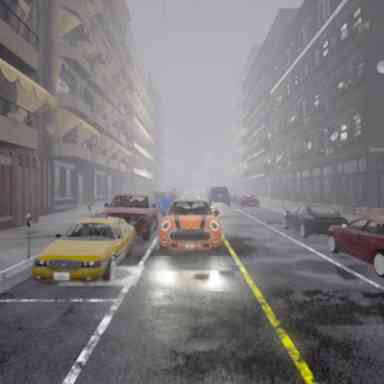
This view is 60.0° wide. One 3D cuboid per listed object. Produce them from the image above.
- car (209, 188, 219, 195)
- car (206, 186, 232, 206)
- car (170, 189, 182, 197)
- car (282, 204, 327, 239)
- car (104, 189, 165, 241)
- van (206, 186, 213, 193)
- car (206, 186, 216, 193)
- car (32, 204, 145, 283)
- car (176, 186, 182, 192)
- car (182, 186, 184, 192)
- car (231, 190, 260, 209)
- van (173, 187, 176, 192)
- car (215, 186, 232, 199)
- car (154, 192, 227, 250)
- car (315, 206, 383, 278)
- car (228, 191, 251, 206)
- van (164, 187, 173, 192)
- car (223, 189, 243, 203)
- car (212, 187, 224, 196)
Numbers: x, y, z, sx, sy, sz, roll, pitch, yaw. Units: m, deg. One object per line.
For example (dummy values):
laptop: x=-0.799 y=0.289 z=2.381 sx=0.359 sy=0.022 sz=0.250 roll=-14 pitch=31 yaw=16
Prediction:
car: x=4.946 y=-0.160 z=75.510 sx=1.802 sy=1.307 sz=4.206 roll=1 pitch=1 yaw=0
car: x=2.681 y=0.382 z=34.714 sx=2.150 sy=2.045 sz=5.566 roll=0 pitch=1 yaw=0
car: x=-2.823 y=0.174 z=58.943 sx=1.947 sy=1.339 sz=4.313 roll=1 pitch=1 yaw=0
car: x=5.263 y=1.190 z=14.685 sx=2.008 sy=1.369 sz=4.403 roll=1 pitch=1 yaw=0
car: x=-2.611 y=0.947 z=14.706 sx=2.192 sy=1.841 sz=5.009 roll=2 pitch=1 yaw=0
van: x=4.873 y=-0.739 z=92.096 sx=1.690 sy=1.788 sz=3.998 roll=1 pitch=1 yaw=0
car: x=4.900 y=-0.654 z=86.565 sx=2.192 sy=1.841 sz=5.009 roll=1 pitch=1 yaw=0
car: x=-2.590 y=1.298 z=9.011 sx=1.752 sy=1.417 sz=4.829 roll=2 pitch=1 yaw=0
car: x=-2.740 y=0.296 z=42.349 sx=2.192 sy=1.841 sz=5.009 roll=1 pitch=1 yaw=0
car: x=-2.765 y=0.170 z=47.877 sx=2.192 sy=1.841 sz=5.009 roll=1 pitch=1 yaw=0
car: x=5.187 y=0.787 z=31.272 sx=1.887 sy=1.381 sz=4.507 roll=1 pitch=1 yaw=0
van: x=-2.689 y=0.577 z=31.292 sx=1.690 sy=1.788 sz=3.998 roll=2 pitch=1 yaw=0
car: x=5.055 y=0.052 z=53.384 sx=2.192 sy=1.841 sz=5.009 roll=1 pitch=1 yaw=0
car: x=-0.062 y=1.040 z=12.607 sx=2.097 sy=1.767 sz=4.553 roll=0 pitch=1 yaw=0
car: x=5.289 y=1.320 z=9.155 sx=1.887 sy=1.381 sz=4.507 roll=1 pitch=1 yaw=0
car: x=5.161 y=0.659 z=36.800 sx=1.887 sy=1.381 sz=4.507 roll=1 pitch=1 yaw=0
van: x=-2.663 y=0.707 z=25.761 sx=1.690 sy=1.788 sz=3.998 roll=2 pitch=1 yaw=0
car: x=5.145 y=0.428 z=42.328 sx=1.967 sy=1.590 sz=4.097 roll=1 pitch=1 yaw=0
car: x=5.000 y=-0.066 z=64.447 sx=1.967 sy=1.590 sz=4.097 roll=1 pitch=1 yaw=0
